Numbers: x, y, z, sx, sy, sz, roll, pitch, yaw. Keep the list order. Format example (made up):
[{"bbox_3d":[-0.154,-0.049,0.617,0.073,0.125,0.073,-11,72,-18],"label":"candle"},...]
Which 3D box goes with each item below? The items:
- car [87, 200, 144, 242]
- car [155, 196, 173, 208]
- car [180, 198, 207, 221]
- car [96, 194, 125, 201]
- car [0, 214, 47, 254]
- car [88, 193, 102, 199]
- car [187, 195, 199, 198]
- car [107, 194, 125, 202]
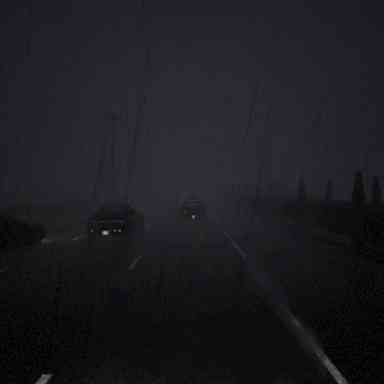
[{"bbox_3d":[-3.397,1.364,15.483,2.128,1.511,4.902,0,0,0],"label":"car"},{"bbox_3d":[-3.395,1.217,40.304,2.033,1.411,5.357,0,0,0],"label":"car"},{"bbox_3d":[0.104,1.395,24.993,1.895,1.301,4.718,0,0,0],"label":"car"},{"bbox_3d":[-6.895,1.227,30.464,1.882,1.535,5.008,0,0,0],"label":"car"},{"bbox_3d":[-6.899,1.454,11.252,2.033,1.411,5.357,0,0,0],"label":"car"},{"bbox_3d":[-17.494,1.015,60.901,1.837,1.490,4.892,0,0,0],"label":"car"},{"bbox_3d":[0.106,1.164,41.660,1.837,1.490,4.892,0,1,0],"label":"car"},{"bbox_3d":[-13.991,1.058,61.241,2.033,1.411,5.357,0,0,0],"label":"car"}]
